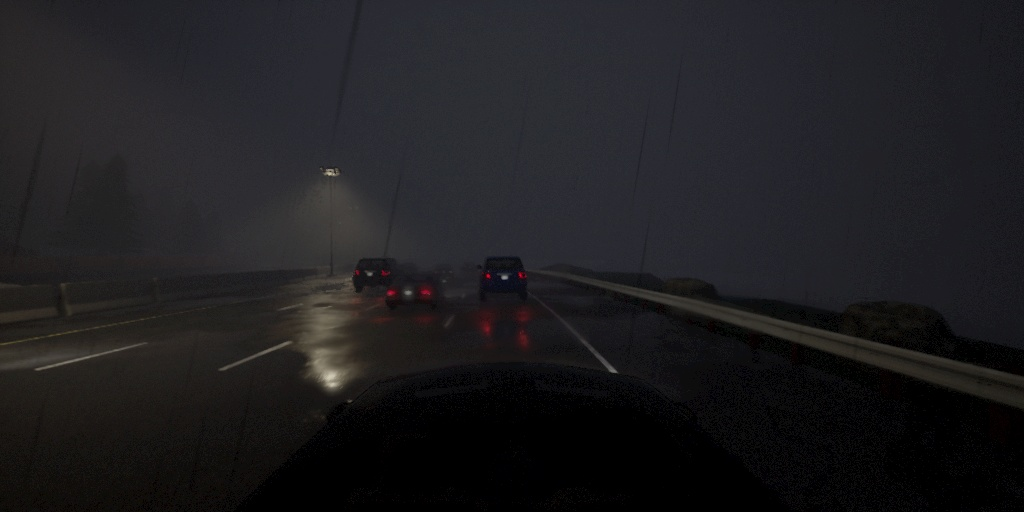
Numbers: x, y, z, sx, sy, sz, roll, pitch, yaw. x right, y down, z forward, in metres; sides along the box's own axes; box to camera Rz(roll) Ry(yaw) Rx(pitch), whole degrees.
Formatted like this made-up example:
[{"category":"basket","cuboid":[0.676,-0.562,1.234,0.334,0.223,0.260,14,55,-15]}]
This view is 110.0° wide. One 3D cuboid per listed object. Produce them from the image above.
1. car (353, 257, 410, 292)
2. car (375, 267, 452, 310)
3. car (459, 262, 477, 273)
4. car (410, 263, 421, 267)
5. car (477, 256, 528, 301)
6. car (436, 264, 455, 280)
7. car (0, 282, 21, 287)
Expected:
[{"category":"car","cuboid":[-8.207,1.099,22.625,2.150,2.045,5.566,-1,0,-7]},{"category":"car","cuboid":[-3.918,1.364,15.240,2.033,1.411,5.357,-1,0,-6]},{"category":"car","cuboid":[-5.807,1.462,47.508,1.994,1.385,4.181,0,0,-16]},{"category":"car","cuboid":[-10.942,1.441,38.461,1.837,1.490,4.892,0,0,-12]},{"category":"car","cuboid":[-0.544,1.009,18.008,2.150,2.045,5.566,0,0,-5]},{"category":"car","cuboid":[-6.296,1.424,33.267,2.033,1.411,5.357,-1,0,-10]},{"category":"car","cuboid":[-21.385,1.520,13.209,1.812,1.442,4.674,-1,0,-4]}]
